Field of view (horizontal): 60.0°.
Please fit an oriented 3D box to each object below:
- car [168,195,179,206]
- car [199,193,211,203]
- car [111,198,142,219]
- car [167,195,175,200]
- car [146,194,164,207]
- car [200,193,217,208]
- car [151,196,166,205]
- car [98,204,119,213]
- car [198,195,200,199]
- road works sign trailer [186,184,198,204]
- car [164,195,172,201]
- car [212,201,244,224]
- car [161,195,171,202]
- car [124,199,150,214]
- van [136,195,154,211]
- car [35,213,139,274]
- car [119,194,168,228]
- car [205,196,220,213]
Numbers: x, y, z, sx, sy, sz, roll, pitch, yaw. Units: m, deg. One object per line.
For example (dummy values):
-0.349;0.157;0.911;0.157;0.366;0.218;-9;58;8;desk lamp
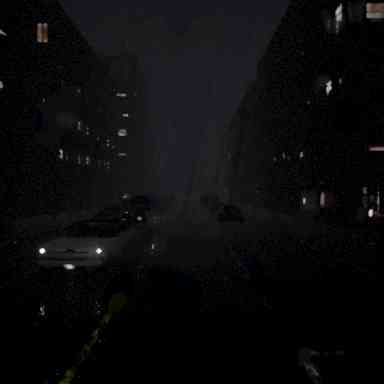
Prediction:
-3.114;1.445;51.855;1.812;1.442;4.674;0;0;0;car
2.627;1.209;68.676;2.192;1.841;5.009;-1;0;0;car
-5.690;1.394;29.484;1.967;1.590;4.097;-1;0;0;car
-5.767;1.414;91.107;2.008;1.369;4.403;-1;0;0;car
-5.731;1.235;51.892;2.192;1.841;5.009;-1;0;0;car
2.643;1.242;46.268;2.192;1.841;5.009;-1;0;0;car
-5.749;1.462;57.495;2.008;1.369;4.403;-1;0;0;car
-5.684;1.545;23.882;1.802;1.307;4.206;-1;0;0;car
2.635;1.226;57.472;2.192;1.841;5.009;-1;0;0;car
-0.039;0.365;63.318;2.380;3.560;2.880;0;0;1;road works sign trailer
-5.759;1.461;79.902;1.802;1.307;4.206;-1;0;0;car
2.664;1.544;23.860;1.802;1.307;4.206;-1;0;0;car
-5.754;1.469;74.300;1.802;1.307;4.206;-1;0;0;car
-5.692;1.496;35.086;2.008;1.369;4.403;-1;0;0;car
-5.699;1.278;40.688;1.690;1.788;3.998;-1;0;0;van
-3.104;1.584;10.644;1.895;1.301;4.718;0;0;0;car
-3.068;1.187;22.241;2.150;2.045;5.566;0;0;0;car
2.654;1.470;35.234;1.752;1.417;4.829;-1;0;0;car
